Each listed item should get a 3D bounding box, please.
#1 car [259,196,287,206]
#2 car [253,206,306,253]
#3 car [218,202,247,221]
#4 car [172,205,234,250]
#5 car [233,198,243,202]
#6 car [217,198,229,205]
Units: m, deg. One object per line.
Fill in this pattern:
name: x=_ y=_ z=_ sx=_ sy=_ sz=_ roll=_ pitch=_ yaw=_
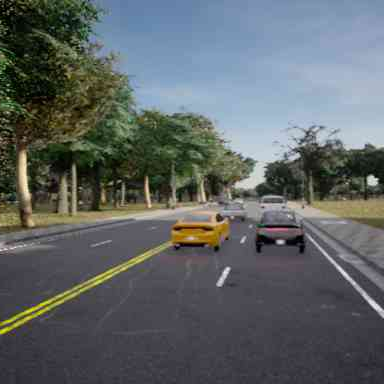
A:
car: x=6.920 y=1.366 z=28.447 sx=2.150 sy=2.045 sz=5.566 roll=-1 pitch=0 yaw=13
car: x=3.659 y=1.560 z=14.083 sx=2.128 sy=1.511 sz=4.902 roll=-1 pitch=0 yaw=13
car: x=3.776 y=1.796 z=29.245 sx=1.895 sy=1.301 sz=4.718 roll=-1 pitch=0 yaw=13
car: x=0.531 y=1.590 z=14.973 sx=1.882 sy=1.535 sz=5.008 roll=-1 pitch=0 yaw=13
car: x=9.793 y=2.106 z=70.354 sx=1.812 sy=1.442 sz=4.674 roll=-1 pitch=-1 yaw=13
car: x=6.630 y=1.982 z=71.107 sx=2.097 sy=1.767 sz=4.553 roll=-1 pitch=-1 yaw=13
